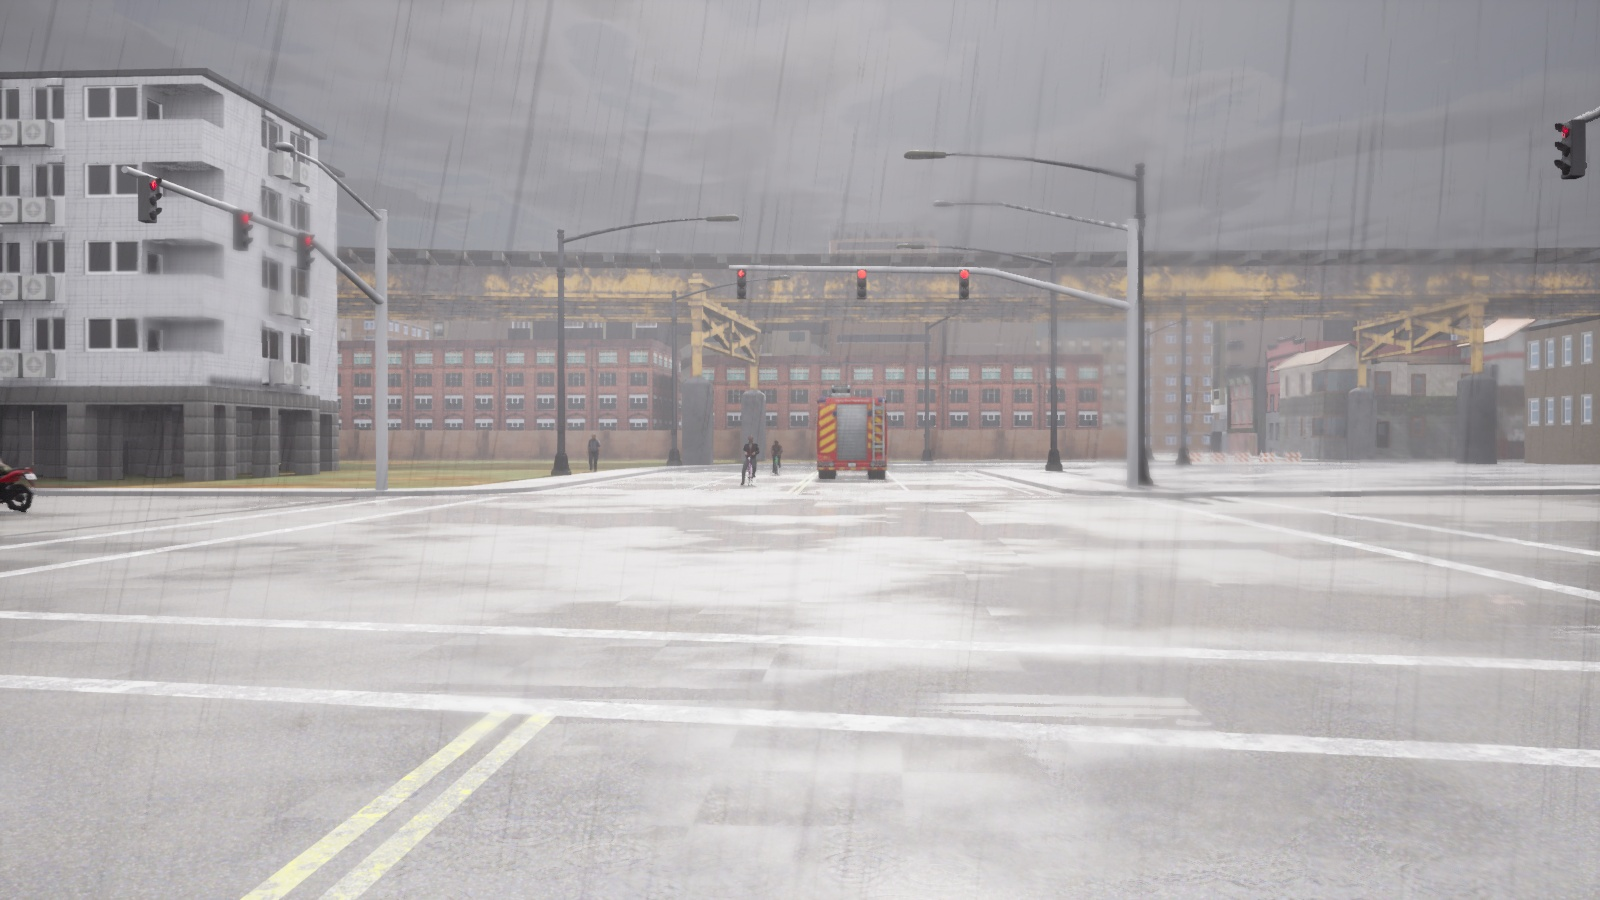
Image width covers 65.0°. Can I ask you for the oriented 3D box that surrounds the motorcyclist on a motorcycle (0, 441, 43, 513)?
[{"bbox_3d":[-17.528,0.562,27.000,2.044,1.523,0.797,0,0,3],"label":"motorcyclist on a motorcycle"}]

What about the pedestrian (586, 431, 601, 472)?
[{"bbox_3d":[-9.492,0.078,57.626,0.540,1.848,0.694,0,0,4],"label":"pedestrian"}]

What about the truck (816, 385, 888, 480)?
[{"bbox_3d":[2.258,-0.726,54.845,2.891,3.827,8.468,0,0,2],"label":"truck"}]
